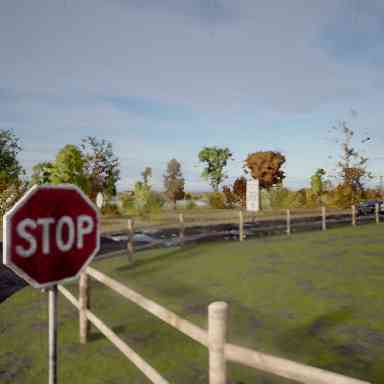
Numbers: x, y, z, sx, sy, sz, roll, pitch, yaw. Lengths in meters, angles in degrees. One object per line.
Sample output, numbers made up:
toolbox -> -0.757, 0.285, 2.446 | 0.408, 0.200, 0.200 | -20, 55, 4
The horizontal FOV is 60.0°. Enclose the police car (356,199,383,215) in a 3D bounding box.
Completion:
police car -> 19.675, 1.601, 36.117 | 4.974, 1.542, 2.038 | 0, 0, -38
